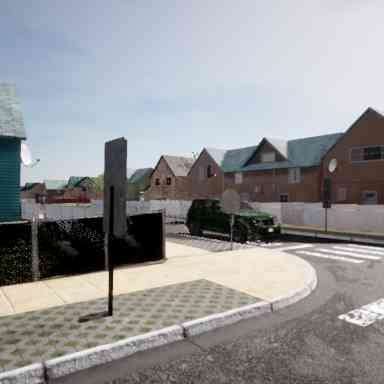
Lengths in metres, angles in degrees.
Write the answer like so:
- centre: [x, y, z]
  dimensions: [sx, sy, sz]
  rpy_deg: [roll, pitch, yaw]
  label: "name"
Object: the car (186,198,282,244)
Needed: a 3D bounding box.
- centre: [1.869, 1.338, 16.861]
  dimensions: [2.150, 2.045, 5.566]
  rpy_deg: [1, -1, -35]
  label: "car"
